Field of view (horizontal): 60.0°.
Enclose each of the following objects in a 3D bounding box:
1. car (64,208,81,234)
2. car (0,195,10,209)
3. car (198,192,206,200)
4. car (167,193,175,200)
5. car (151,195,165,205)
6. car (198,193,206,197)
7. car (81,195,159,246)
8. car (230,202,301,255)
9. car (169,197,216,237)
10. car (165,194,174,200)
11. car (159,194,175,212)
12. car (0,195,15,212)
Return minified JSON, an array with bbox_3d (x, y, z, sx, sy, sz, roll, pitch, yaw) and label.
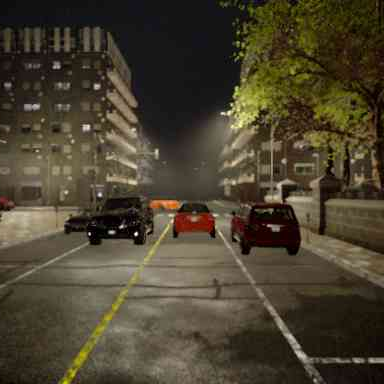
[{"bbox_3d":[-5.677,1.516,18.601,2.008,1.369,4.403,1,0,0],"label":"car"},{"bbox_3d":[-27.487,1.372,44.656,5.009,1.841,2.192,0,0,1],"label":"car"},{"bbox_3d":[2.722,1.062,90.493,2.192,1.841,5.009,1,0,0],"label":"car"},{"bbox_3d":[-5.660,1.188,90.524,1.967,1.590,4.097,1,0,0],"label":"car"},{"bbox_3d":[-5.667,1.305,56.545,1.967,1.590,4.097,1,0,0],"label":"car"},{"bbox_3d":[2.716,1.356,79.170,1.947,1.339,4.313,1,0,0],"label":"car"},{"bbox_3d":[-3.049,1.195,15.507,2.150,2.045,5.566,0,0,1],"label":"car"},{"bbox_3d":[2.705,1.291,13.116,2.192,1.841,5.009,1,0,0],"label":"car"},{"bbox_3d":[0.104,1.318,17.893,2.097,1.767,4.553,0,0,0],"label":"car"},{"bbox_3d":[-5.663,1.335,84.863,1.947,1.339,4.313,1,0,0],"label":"car"},{"bbox_3d":[-3.624,1.272,37.911,2.097,1.767,4.553,-1,0,-39],"label":"car"},{"bbox_3d":[-22.093,1.271,36.163,5.009,1.841,2.192,0,0,1],"label":"car"}]
